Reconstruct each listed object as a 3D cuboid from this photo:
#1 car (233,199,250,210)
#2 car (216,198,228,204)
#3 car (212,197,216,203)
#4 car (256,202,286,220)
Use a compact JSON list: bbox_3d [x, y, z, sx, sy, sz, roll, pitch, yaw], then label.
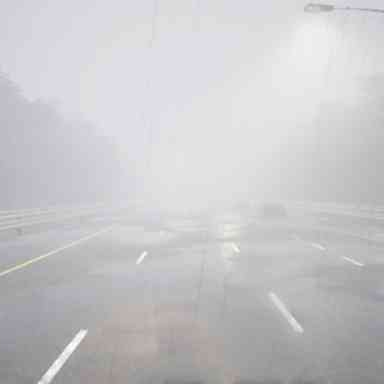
[{"bbox_3d":[7.140,1.810,48.436,1.882,1.535,5.008,0,-1,0],"label":"car"},{"bbox_3d":[7.353,2.179,78.272,1.812,1.442,4.674,0,-1,1],"label":"car"},{"bbox_3d":[7.497,2.356,93.314,1.812,1.442,4.674,0,-1,1],"label":"car"},{"bbox_3d":[7.055,1.631,29.885,1.837,1.490,4.892,0,0,0],"label":"car"}]
